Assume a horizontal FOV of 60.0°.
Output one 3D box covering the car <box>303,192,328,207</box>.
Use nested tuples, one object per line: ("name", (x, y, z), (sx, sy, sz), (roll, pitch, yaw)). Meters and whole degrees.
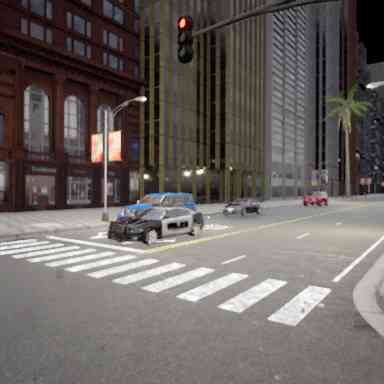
("car", (17.113, 0.975, 45.892), (2.150, 2.045, 5.566), (0, 0, 37))

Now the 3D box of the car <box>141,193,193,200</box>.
("car", (-1.907, 1.099, 20.193), (2.150, 2.045, 5.566), (0, 1, 36))

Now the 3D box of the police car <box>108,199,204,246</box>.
("police car", (-1.474, 1.339, 15.134), (1.930, 1.638, 5.238), (0, 1, 36))

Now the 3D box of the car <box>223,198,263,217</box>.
("car", (4.513, 1.319, 28.925), (2.128, 1.511, 4.902), (0, 0, 36))
